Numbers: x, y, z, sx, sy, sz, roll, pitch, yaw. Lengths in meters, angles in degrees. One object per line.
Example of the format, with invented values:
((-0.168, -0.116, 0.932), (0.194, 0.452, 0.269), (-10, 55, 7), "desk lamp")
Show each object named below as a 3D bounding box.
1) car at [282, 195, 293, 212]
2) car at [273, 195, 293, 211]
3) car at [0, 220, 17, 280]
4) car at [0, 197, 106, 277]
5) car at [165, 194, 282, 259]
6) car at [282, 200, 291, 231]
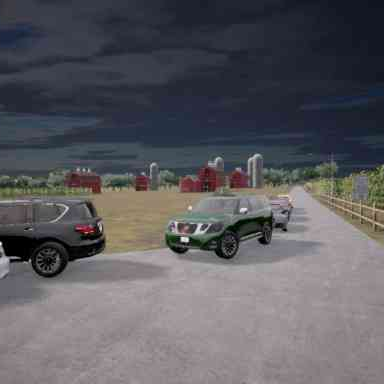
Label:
((6.298, 1.225, 24.700), (1.882, 1.535, 5.008), (0, 0, 18), "car")
((10.049, 1.095, 36.444), (1.882, 1.535, 5.008), (0, 1, 18), "car")
((-6.353, 1.613, 6.704), (4.674, 1.442, 1.812), (-2, 2, -36), "car")
((-5.351, 1.223, 9.582), (5.566, 2.045, 2.150), (-1, 1, -4), "car")
((1.316, 1.103, 12.648), (2.150, 2.045, 5.566), (0, 0, 34), "car")
((4.440, 1.372, 18.969), (1.994, 1.385, 4.181), (0, 0, 17), "car")
